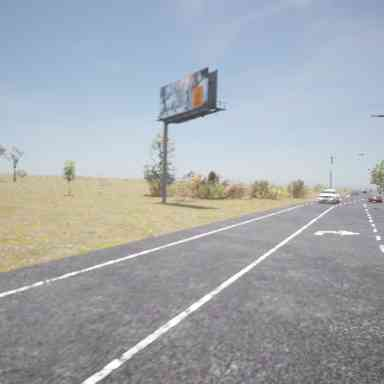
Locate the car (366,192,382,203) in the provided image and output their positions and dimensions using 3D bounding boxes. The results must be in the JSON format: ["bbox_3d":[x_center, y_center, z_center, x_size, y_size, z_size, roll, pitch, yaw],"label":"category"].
[{"bbox_3d":[31.469,1.090,57.145,1.994,1.385,4.181,2,1,27],"label":"car"}]

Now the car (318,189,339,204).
[{"bbox_3d":[19.846,0.670,48.144,2.150,2.045,5.566,2,1,32],"label":"car"}]
